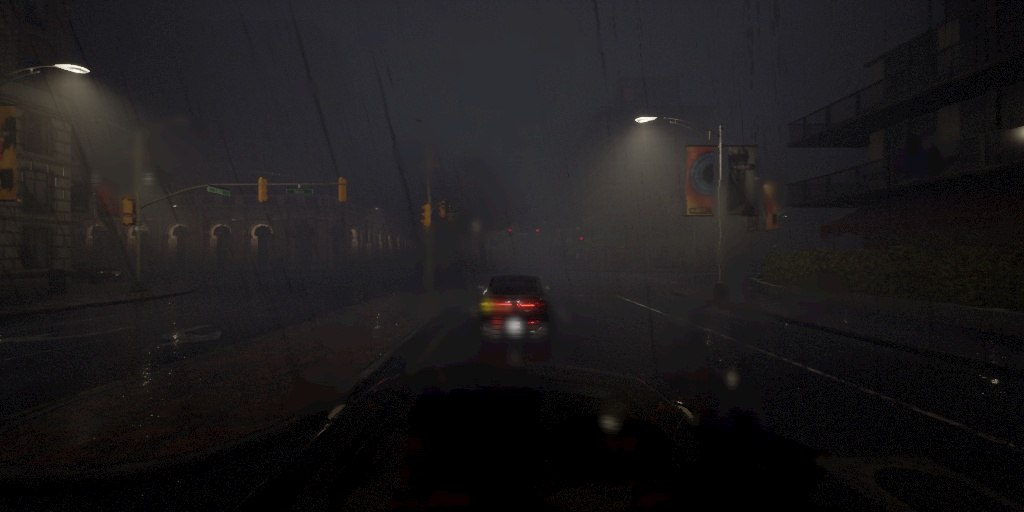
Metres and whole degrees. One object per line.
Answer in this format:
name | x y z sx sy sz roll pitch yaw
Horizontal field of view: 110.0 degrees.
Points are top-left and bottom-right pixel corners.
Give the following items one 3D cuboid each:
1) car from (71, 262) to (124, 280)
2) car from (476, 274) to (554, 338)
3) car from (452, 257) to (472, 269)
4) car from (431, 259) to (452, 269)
car | -33.899 1.241 28.542 4.902 1.511 2.128 0 0 0
car | 0.077 1.255 10.142 1.837 1.490 4.892 0 0 0
car | -8.051 1.276 58.339 1.812 1.442 4.674 0 0 0
car | -11.541 1.276 58.564 1.812 1.442 4.674 0 0 0
